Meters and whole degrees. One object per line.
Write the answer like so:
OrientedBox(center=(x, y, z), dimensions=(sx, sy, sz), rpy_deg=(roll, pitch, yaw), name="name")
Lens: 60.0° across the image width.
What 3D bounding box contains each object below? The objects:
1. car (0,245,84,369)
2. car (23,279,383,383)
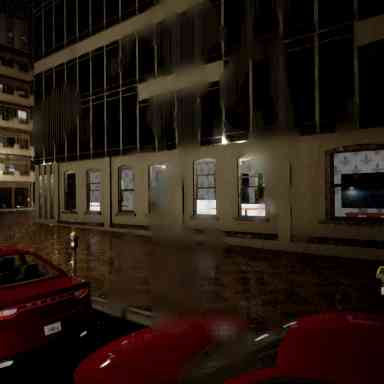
OrientedBox(center=(-3.528, 1.546, 5.396), dimensions=(4.507, 1.381, 1.887), rpy_deg=(0, -1, 35), name="car")
OrientedBox(center=(1.047, 1.545, 2.137), dimensions=(4.507, 1.381, 1.887), rpy_deg=(0, -1, 35), name="car")
